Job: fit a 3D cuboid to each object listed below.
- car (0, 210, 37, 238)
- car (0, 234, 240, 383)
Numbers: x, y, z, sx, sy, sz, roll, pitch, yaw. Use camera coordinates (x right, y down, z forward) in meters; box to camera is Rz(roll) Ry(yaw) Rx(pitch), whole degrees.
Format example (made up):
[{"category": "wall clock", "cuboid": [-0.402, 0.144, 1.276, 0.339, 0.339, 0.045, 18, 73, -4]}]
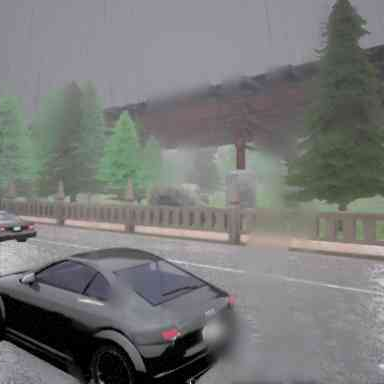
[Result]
[{"category": "car", "cuboid": [-9.078, 1.514, 14.753, 5.357, 1.411, 2.033, 0, 0, 34]}, {"category": "car", "cuboid": [-1.412, 1.555, 4.994, 4.181, 1.385, 1.994, 0, 0, 35]}]
